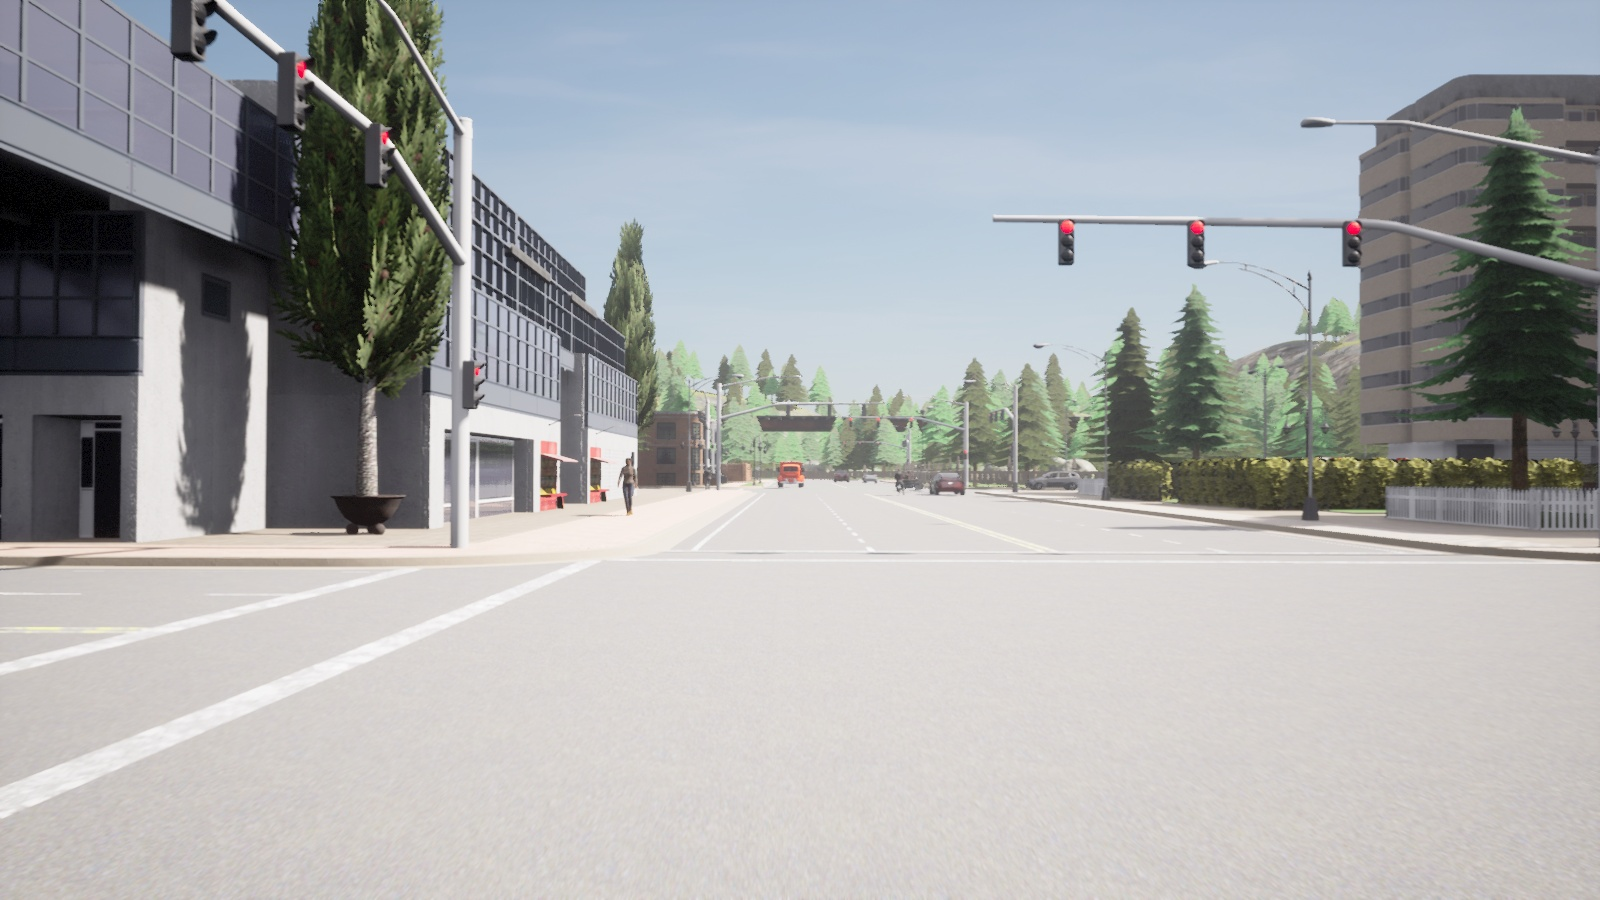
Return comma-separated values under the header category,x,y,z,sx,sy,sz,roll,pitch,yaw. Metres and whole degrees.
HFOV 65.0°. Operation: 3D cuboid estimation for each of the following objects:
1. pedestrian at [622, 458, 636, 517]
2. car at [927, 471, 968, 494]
category,x,y,z,sx,sy,sz,roll,pitch,yaw
pedestrian,-5.258,1.141,38.569,0.328,1.805,0.869,0,-1,-1
car,9.814,2.180,84.022,2.163,1.488,4.792,0,-1,0
